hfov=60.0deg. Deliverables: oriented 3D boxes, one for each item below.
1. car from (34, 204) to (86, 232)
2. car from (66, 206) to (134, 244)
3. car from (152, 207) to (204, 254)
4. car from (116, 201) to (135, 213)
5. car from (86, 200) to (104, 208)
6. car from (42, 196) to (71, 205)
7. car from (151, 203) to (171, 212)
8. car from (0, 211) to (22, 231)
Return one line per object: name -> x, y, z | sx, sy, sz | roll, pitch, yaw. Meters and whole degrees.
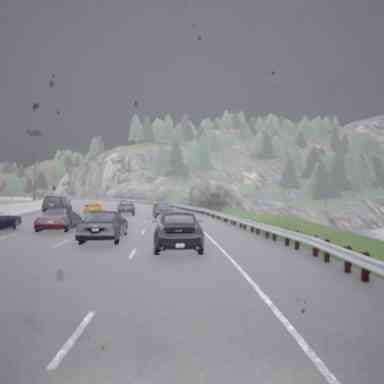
car -> -8.314, 1.685, 20.916 | 1.994, 1.385, 4.181 | 0, 0, -7
car -> -4.267, 1.641, 16.331 | 2.033, 1.411, 5.357 | 0, 0, -5
car -> -0.589, 1.583, 13.795 | 1.837, 1.490, 4.892 | 0, 0, -4
car -> -7.300, 1.699, 36.678 | 2.128, 1.511, 4.902 | 0, 0, -11
car -> -11.080, 1.694, 37.712 | 1.882, 1.535, 5.008 | 0, -1, -12
car -> -13.966, 1.421, 34.488 | 2.150, 2.045, 5.566 | 0, 0, -11
car -> -2.907, 1.730, 32.482 | 2.033, 1.411, 5.357 | 0, 0, -10
car -> -11.601, 1.714, 19.140 | 1.895, 1.301, 4.718 | 0, 0, -6
